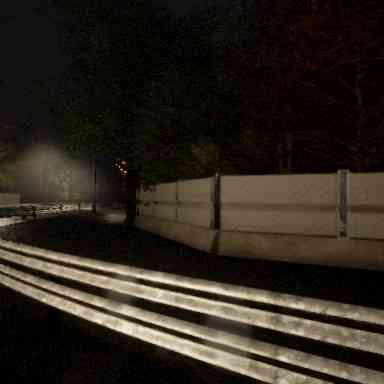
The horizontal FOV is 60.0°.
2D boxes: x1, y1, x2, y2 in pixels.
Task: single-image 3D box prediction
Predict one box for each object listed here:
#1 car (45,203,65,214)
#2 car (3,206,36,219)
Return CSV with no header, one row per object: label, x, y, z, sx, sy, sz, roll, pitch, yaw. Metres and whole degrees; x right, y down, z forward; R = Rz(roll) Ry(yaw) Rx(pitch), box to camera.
car,-20.122,2.452,49.010,1.837,1.490,4.892,1,-1,-5
car,-19.017,2.267,37.097,1.895,1.301,4.718,1,-1,-5
